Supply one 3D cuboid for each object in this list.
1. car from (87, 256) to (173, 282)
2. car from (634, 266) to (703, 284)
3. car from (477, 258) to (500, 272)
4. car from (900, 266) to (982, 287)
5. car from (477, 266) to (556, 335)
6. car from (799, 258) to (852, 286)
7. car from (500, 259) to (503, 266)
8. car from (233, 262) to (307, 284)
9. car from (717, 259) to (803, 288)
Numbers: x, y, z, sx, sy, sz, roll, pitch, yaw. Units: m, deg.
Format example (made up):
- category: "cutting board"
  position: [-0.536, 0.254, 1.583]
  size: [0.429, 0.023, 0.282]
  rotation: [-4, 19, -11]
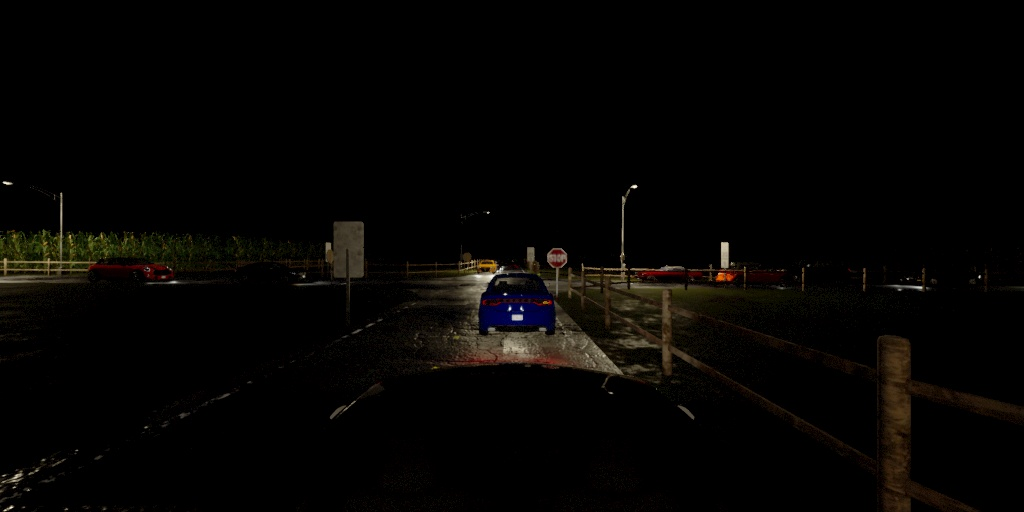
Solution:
- category: "car"
  position: [-26.948, 0.904, 25.446]
  size: [4.553, 1.767, 2.097]
  rotation: [0, 0, 1]
- category: "car"
  position: [12.003, 1.455, 27.854]
  size: [4.718, 1.301, 1.895]
  rotation: [0, 0, -1]
- category: "car"
  position: [-2.787, 1.223, 40.990]
  size: [1.882, 1.535, 5.008]
  rotation: [0, 0, 1]
- category: "car"
  position: [32.994, 1.544, 27.666]
  size: [4.892, 1.490, 1.837]
  rotation: [1, 0, 1]
- category: "car"
  position: [0.123, 1.227, 10.499]
  size: [1.882, 1.535, 5.008]
  rotation: [0, 0, 0]
- category: "car"
  position: [22.932, 1.169, 27.798]
  size: [5.566, 2.045, 2.150]
  rotation: [1, 0, 0]
- category: "car"
  position: [-2.713, 1.309, 51.006]
  size: [1.994, 1.385, 4.181]
  rotation: [0, 0, 0]
- category: "car"
  position: [-17.015, 1.155, 25.322]
  size: [4.674, 1.442, 1.812]
  rotation: [0, 0, 1]
- category: "car"
  position: [16.936, 1.256, 24.916]
  size: [4.553, 1.767, 2.097]
  rotation: [0, 0, 1]
